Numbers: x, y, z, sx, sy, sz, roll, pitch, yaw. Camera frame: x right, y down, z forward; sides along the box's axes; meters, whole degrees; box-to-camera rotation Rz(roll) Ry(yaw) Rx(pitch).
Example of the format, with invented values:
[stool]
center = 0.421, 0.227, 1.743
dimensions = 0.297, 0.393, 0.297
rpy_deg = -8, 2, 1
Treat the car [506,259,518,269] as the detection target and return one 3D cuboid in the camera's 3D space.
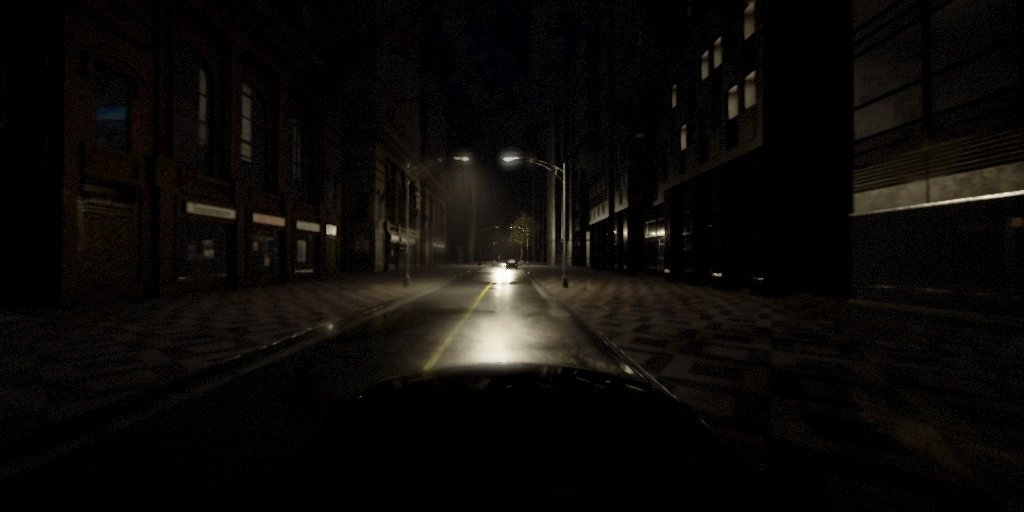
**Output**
[car]
center = -0.018, 1.391, 56.834
dimensions = 1.895, 1.301, 4.718
rpy_deg = 0, 0, 0
